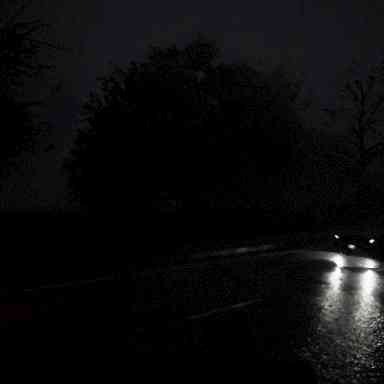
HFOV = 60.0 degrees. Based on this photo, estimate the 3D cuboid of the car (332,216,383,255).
[{"bbox_3d":[8.217,1.725,14.143,5.357,1.411,2.033,1,-1,-35],"label":"car"}]
